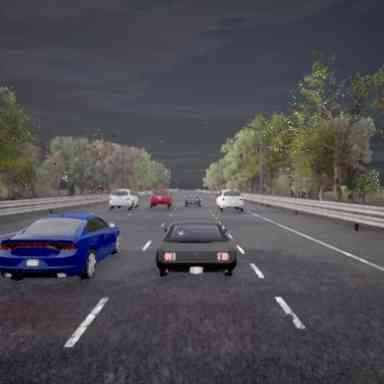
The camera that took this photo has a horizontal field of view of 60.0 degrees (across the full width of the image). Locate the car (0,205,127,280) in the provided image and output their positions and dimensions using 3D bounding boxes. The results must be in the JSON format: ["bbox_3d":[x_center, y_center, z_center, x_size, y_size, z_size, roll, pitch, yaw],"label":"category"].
[{"bbox_3d":[-3.397,1.348,9.564,1.882,1.535,5.008,0,0,0],"label":"car"}]

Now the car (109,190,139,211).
[{"bbox_3d":[-6.887,0.788,34.114,2.150,2.045,5.566,0,0,0],"label":"car"}]

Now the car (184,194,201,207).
[{"bbox_3d":[0.114,0.976,41.273,2.128,1.511,4.902,0,0,0],"label":"car"}]

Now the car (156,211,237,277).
[{"bbox_3d":[0.105,1.468,9.793,1.895,1.301,4.718,0,1,0],"label":"car"}]

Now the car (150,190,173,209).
[{"bbox_3d":[-3.389,0.750,37.433,2.150,2.045,5.566,0,0,0],"label":"car"}]

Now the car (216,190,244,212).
[{"bbox_3d":[3.612,0.812,32.181,2.150,2.045,5.566,0,0,0],"label":"car"}]
